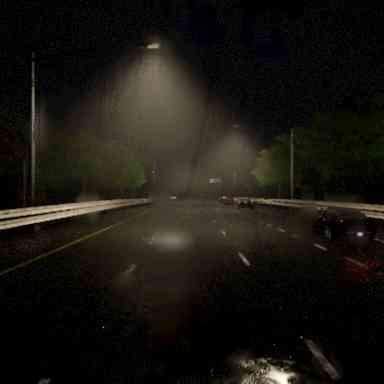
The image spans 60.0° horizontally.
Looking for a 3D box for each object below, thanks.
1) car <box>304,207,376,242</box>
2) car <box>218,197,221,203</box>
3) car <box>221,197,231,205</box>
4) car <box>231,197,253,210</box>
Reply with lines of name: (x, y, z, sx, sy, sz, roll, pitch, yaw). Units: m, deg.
car: (6.999, 1.510, 16.270, 1.837, 1.490, 4.892, 0, 0, 0)
car: (7.254, 2.020, 80.100, 1.812, 1.442, 4.674, 0, -1, 0)
car: (7.147, 1.851, 63.774, 1.994, 1.385, 4.181, 0, -1, 0)
car: (7.061, 1.460, 45.844, 2.097, 1.767, 4.553, 0, 0, 0)
